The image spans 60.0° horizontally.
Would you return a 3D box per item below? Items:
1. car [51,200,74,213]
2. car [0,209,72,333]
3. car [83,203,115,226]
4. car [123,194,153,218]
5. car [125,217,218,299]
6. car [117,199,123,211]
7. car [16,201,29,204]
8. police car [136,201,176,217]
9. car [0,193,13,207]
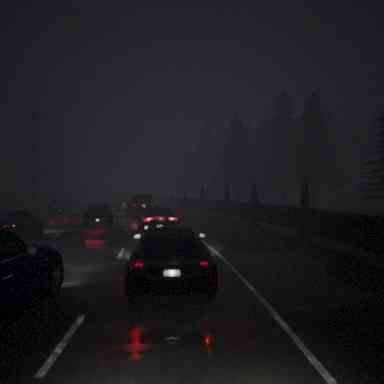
[{"bbox_3d":[-12.978,1.501,33.265,2.128,1.511,4.902,0,0,-17],"label":"car"},{"bbox_3d":[-3.809,1.355,5.542,2.097,1.767,4.553,0,0,-3],"label":"car"},{"bbox_3d":[-6.540,1.509,23.441,1.837,1.490,4.892,0,0,-13],"label":"car"},{"bbox_3d":[-4.733,1.225,30.128,2.150,2.045,5.566,0,0,-16],"label":"car"},{"bbox_3d":[-0.557,1.564,8.545,1.994,1.385,4.181,0,0,-5],"label":"car"},{"bbox_3d":[-8.149,1.460,41.202,1.801,1.575,5.366,0,0,-18],"label":"car"},{"bbox_3d":[-25.882,1.619,49.870,1.895,1.301,4.718,0,0,-18],"label":"car"},{"bbox_3d":[-1.900,1.503,18.308,2.038,1.542,4.974,0,0,-10],"label":"police car"},{"bbox_3d":[-30.926,1.242,54.148,2.150,2.045,5.566,0,0,-18],"label":"car"}]
